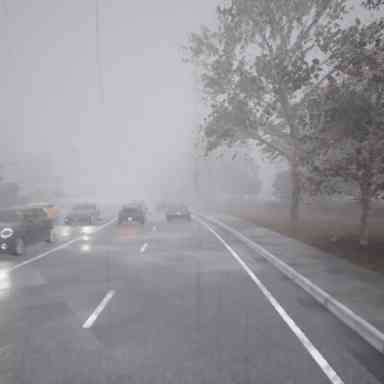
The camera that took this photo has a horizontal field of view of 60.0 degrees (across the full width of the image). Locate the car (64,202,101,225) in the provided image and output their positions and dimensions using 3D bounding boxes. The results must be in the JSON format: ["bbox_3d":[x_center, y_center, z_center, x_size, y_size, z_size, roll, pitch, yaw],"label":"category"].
[{"bbox_3d":[-8.107,1.571,25.037,1.837,1.490,4.892,0,1,-5],"label":"car"}]

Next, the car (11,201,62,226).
[{"bbox_3d":[-11.643,1.548,25.367,1.882,1.535,5.008,0,0,-5],"label":"car"}]

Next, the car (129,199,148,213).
[{"bbox_3d":[-6.362,1.639,39.485,2.033,1.411,5.357,0,0,-10],"label":"car"}]

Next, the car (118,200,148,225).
[{"bbox_3d":[-4.437,1.575,25.043,1.837,1.490,4.892,0,0,-5],"label":"car"}]

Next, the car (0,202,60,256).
[{"bbox_3d":[-7.235,1.403,13.297,2.097,1.767,4.553,0,0,-2],"label":"car"}]

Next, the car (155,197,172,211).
[{"bbox_3d":[-3.566,1.452,43.274,2.097,1.767,4.553,0,0,-11],"label":"car"}]

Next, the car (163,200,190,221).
[{"bbox_3d":[-1.252,1.638,28.287,1.994,1.385,4.181,0,0,-6],"label":"car"}]
